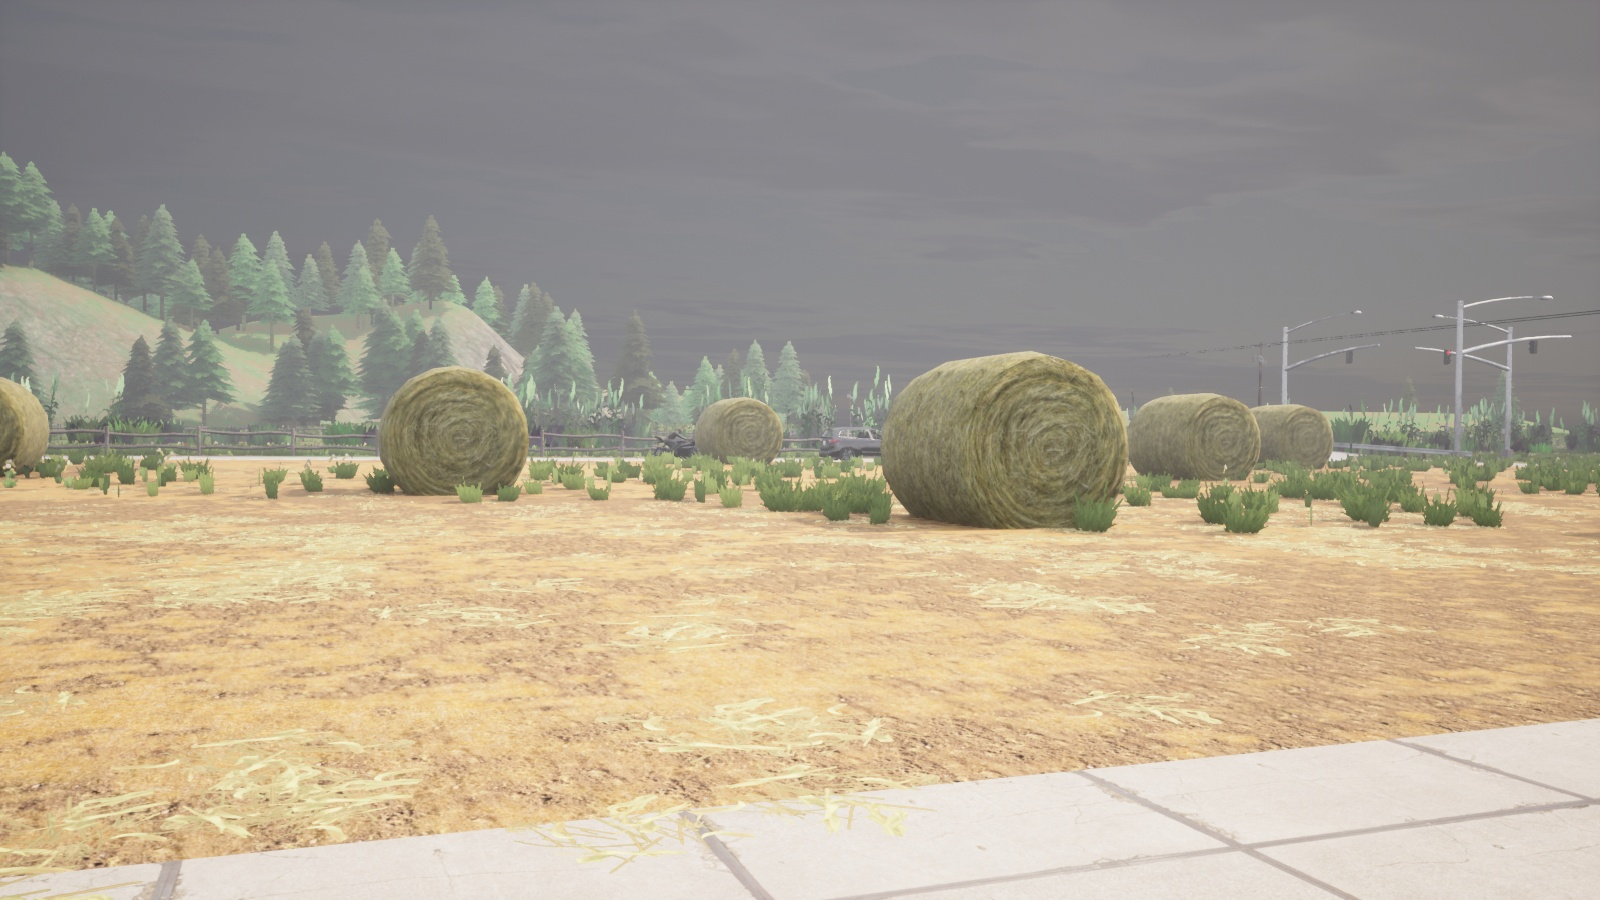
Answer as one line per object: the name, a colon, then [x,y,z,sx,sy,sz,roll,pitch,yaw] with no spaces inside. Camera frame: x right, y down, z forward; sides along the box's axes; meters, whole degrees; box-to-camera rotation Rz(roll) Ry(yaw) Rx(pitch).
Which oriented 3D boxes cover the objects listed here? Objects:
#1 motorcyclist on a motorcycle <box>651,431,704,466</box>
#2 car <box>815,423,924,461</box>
motorcyclist on a motorcycle: [-5.443,-0.074,56.002,2.191,1.530,0.866,-2,1,-17]
car: [3.226,-0.400,58.624,4.611,1.667,2.242,-1,1,-17]
